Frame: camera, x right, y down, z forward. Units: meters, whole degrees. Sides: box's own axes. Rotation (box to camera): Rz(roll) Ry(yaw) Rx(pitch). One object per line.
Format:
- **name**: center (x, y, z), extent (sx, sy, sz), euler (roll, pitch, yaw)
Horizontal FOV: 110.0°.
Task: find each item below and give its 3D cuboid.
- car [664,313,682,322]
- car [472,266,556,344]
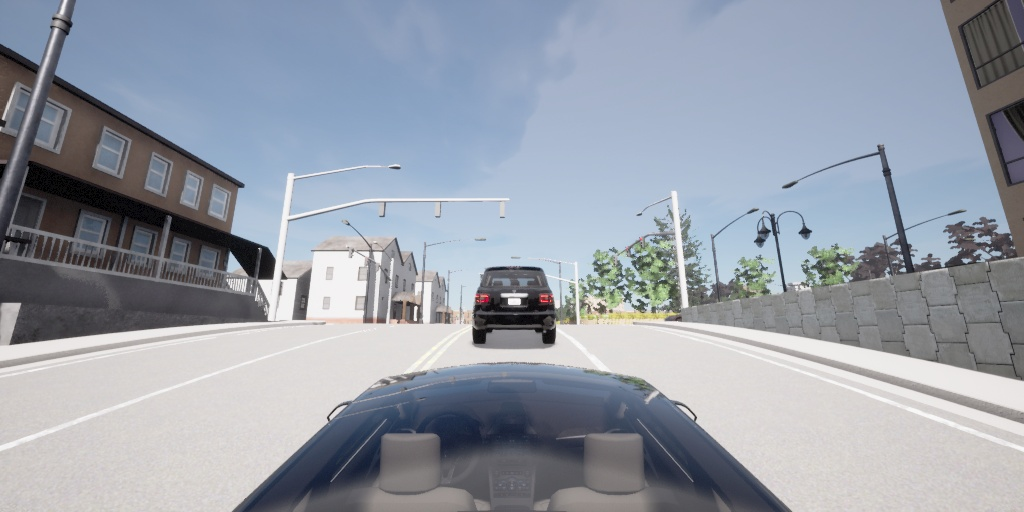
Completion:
- **car**: center (15.852, 5.445, 31.696), extent (4.553, 1.767, 2.097), euler (0, -12, 1)
- **car**: center (0.059, 1.499, 11.145), extent (2.150, 2.045, 5.566), euler (0, -7, 0)
